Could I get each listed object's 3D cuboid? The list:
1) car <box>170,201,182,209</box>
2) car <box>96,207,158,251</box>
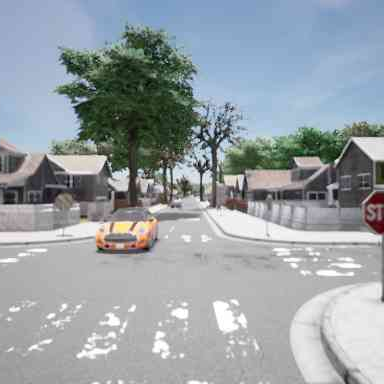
[{"bbox_3d":[-2.694,2.153,56.550,1.994,1.385,4.181,0,-1,0],"label":"car"},{"bbox_3d":[-2.736,1.506,14.909,2.097,1.767,4.553,0,-1,0],"label":"car"}]
